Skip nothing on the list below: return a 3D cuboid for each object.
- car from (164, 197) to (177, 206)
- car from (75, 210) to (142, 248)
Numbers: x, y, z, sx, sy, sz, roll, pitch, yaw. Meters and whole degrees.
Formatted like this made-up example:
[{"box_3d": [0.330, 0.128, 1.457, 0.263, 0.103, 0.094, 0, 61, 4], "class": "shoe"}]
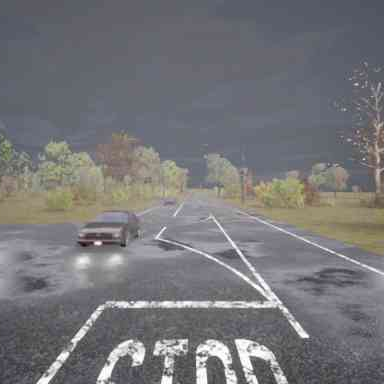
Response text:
[{"box_3d": [-3.430, 1.510, 53.686, 1.994, 1.385, 4.181, 0, 0, 0], "class": "car"}, {"box_3d": [-3.471, 1.526, 14.993, 2.033, 1.411, 5.357, 0, 0, 0], "class": "car"}]
